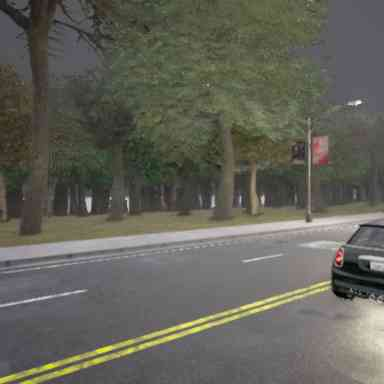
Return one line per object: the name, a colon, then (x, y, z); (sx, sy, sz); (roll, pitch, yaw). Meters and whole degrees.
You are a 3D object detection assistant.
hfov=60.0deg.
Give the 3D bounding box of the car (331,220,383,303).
car: (5.060, 1.350, 7.255); (4.553, 1.767, 2.097); (0, 0, -37)
